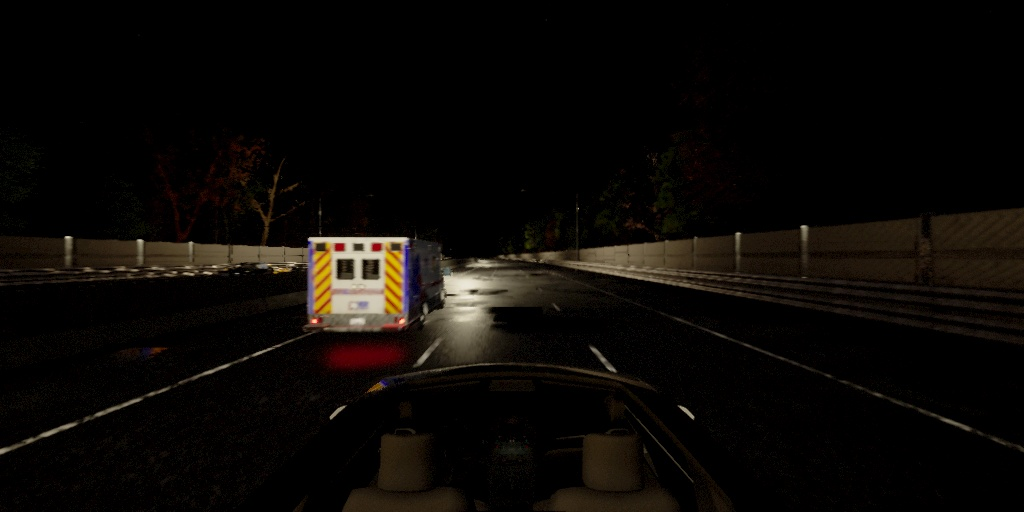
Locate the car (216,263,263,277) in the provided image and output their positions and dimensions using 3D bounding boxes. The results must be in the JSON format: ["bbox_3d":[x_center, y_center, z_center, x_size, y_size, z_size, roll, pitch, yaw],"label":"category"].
[{"bbox_3d":[-21.234,1.311,28.800,2.128,1.511,4.902,0,0,-1],"label":"car"}]

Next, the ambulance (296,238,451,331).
[{"bbox_3d":[-3.516,0.809,11.047,2.351,2.431,6.366,0,0,0],"label":"ambulance"}]

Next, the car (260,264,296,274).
[{"bbox_3d":[-17.739,1.416,29.209,1.895,1.301,4.718,0,0,-1],"label":"car"}]
